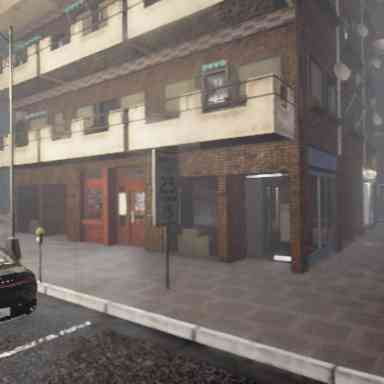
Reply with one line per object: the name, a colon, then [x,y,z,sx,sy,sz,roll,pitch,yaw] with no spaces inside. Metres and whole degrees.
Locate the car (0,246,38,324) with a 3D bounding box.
car: [-4.593,1.557,6.164,4.403,1.369,2.008,0,-1,36]
